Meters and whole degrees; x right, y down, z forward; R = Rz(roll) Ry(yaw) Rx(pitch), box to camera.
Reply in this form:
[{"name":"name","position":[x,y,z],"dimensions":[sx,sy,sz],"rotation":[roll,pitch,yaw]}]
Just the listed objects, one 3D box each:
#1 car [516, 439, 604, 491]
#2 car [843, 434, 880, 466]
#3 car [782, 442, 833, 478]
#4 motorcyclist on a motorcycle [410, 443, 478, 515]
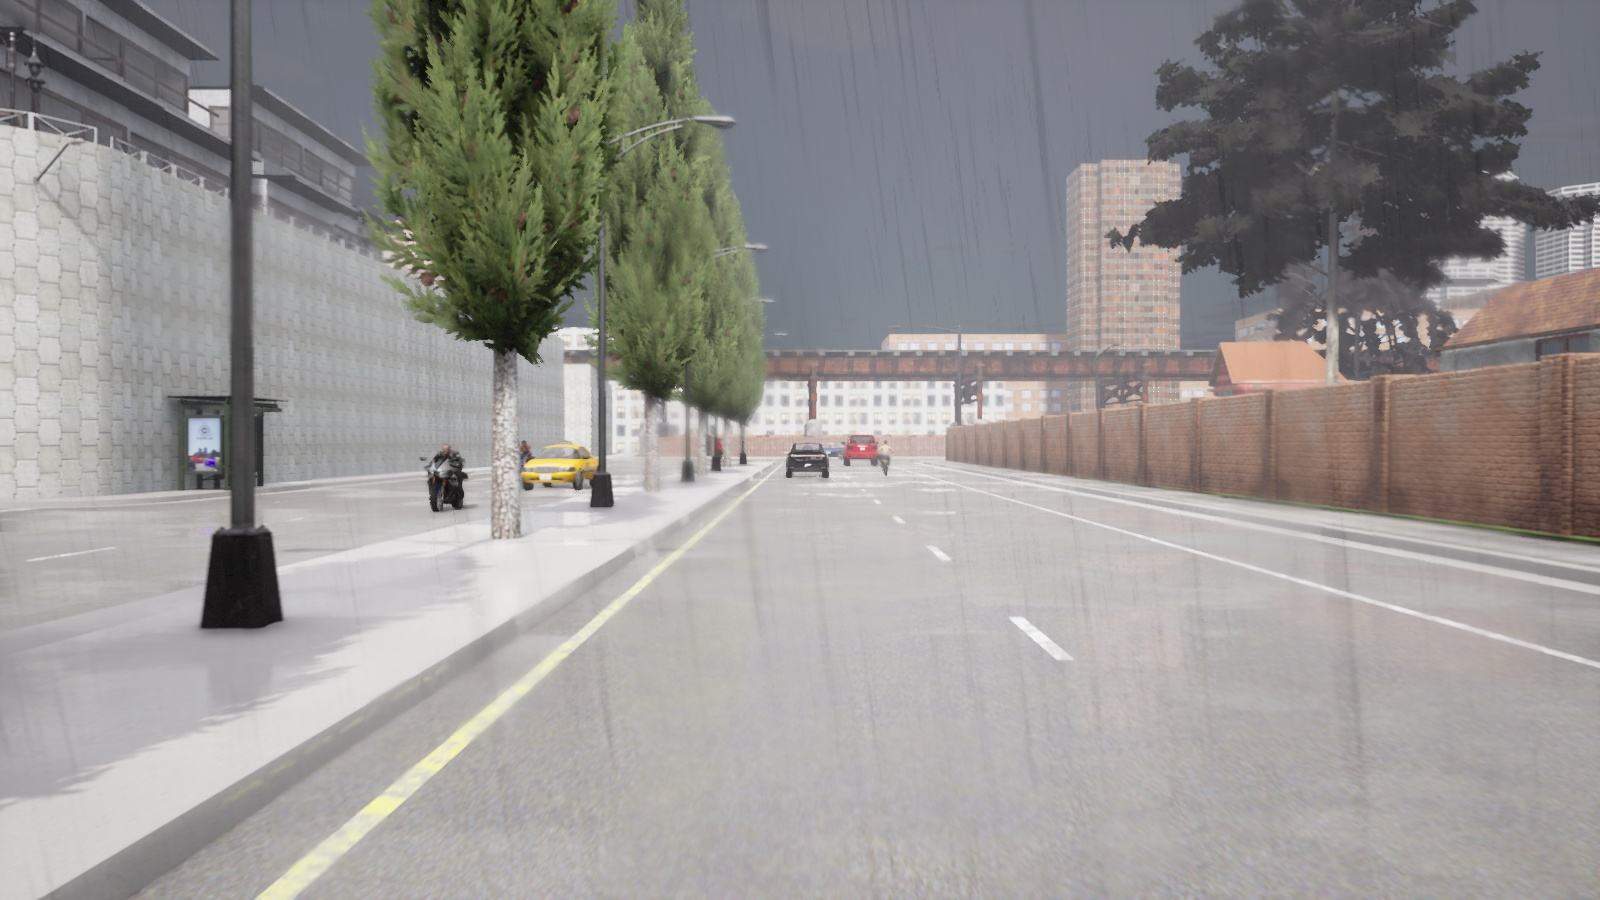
[{"name":"car","position":[-7.749,0.448,41.036],"dimensions":[1.801,1.575,5.366],"rotation":[0,0,0]},{"name":"car","position":[3.984,0.004,82.411],"dimensions":[2.150,2.045,5.566],"rotation":[0,0,0]},{"name":"car","position":[0.328,0.393,55.059],"dimensions":[2.128,1.511,4.902],"rotation":[0,0,0]},{"name":"motorcyclist on a motorcycle","position":[-7.827,0.617,27.706],"dimensions":[0.866,1.530,2.191],"rotation":[0,0,0]}]
